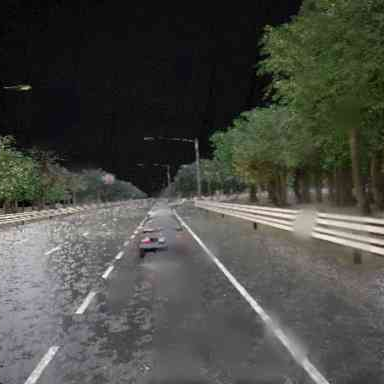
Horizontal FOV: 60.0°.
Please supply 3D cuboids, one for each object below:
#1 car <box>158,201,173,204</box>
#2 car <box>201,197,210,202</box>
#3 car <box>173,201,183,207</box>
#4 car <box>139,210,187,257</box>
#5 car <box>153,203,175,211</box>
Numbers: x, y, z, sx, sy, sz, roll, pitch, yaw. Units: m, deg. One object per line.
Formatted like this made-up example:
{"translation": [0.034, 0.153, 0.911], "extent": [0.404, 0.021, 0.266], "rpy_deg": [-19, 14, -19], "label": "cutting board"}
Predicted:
{"translation": [-4.485, 2.287, 51.284], "extent": [2.033, 1.411, 5.357], "rpy_deg": [-4, -1, -1], "label": "car"}
{"translation": [3.104, 2.122, 88.679], "extent": [1.812, 1.442, 4.674], "rpy_deg": [-4, -1, 26], "label": "car"}
{"translation": [-3.148, 2.416, 68.665], "extent": [1.895, 1.301, 4.718], "rpy_deg": [-4, -1, 10], "label": "car"}
{"translation": [-1.265, 1.753, 14.126], "extent": [2.033, 1.411, 5.357], "rpy_deg": [-3, -1, -5], "label": "car"}
{"translation": [-2.892, 2.064, 31.512], "extent": [1.895, 1.301, 4.718], "rpy_deg": [-3, -1, -5], "label": "car"}
